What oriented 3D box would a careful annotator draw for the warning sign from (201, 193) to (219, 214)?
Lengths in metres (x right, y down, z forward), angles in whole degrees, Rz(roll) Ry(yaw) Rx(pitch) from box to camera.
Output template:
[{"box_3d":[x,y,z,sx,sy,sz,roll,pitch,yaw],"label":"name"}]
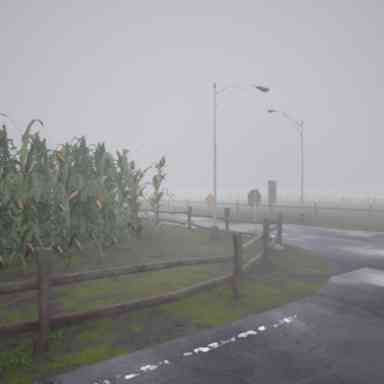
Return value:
[{"box_3d":[1.655,1.017,30.398,1.300,1.860,1.060,-1,0,-36],"label":"warning sign"}]
